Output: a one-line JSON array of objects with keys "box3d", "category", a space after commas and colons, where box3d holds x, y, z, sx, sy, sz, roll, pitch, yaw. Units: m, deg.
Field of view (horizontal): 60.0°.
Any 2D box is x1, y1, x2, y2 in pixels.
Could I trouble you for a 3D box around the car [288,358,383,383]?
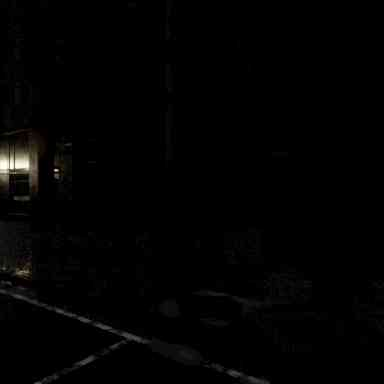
[{"box3d": [2.462, 1.545, 1.209, 4.507, 1.381, 1.887, 0, 0, 36], "category": "car"}]
